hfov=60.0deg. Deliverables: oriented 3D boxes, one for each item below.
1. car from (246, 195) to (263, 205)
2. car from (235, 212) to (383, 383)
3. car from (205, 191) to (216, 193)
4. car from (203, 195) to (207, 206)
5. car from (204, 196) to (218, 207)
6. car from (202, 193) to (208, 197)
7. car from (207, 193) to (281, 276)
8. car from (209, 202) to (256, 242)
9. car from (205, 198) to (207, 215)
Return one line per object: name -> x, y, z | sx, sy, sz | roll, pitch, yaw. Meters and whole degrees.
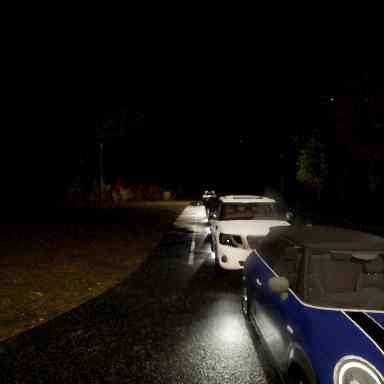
car -> 9.731, 1.257, 51.989 | 1.812, 1.442, 4.674 | 0, 0, 1
car -> 1.940, 1.338, 4.138 | 2.097, 1.767, 4.553 | 0, 0, 0
car -> 2.874, 0.938, 54.421 | 2.150, 2.045, 5.566 | 0, 0, 2
car -> 2.179, 1.322, 29.326 | 1.882, 1.535, 5.008 | 0, 0, 1
car -> 2.682, 1.314, 47.988 | 1.994, 1.385, 4.181 | 0, 0, 3
car -> 2.491, 1.275, 41.580 | 2.128, 1.511, 4.902 | 0, 0, 2
car -> 1.733, 1.160, 10.485 | 2.150, 2.045, 5.566 | 0, 0, 1
car -> 1.876, 1.384, 16.825 | 1.882, 1.535, 5.008 | 0, 0, 1
car -> 2.028, 1.380, 23.072 | 1.837, 1.490, 4.892 | 0, 0, 1
